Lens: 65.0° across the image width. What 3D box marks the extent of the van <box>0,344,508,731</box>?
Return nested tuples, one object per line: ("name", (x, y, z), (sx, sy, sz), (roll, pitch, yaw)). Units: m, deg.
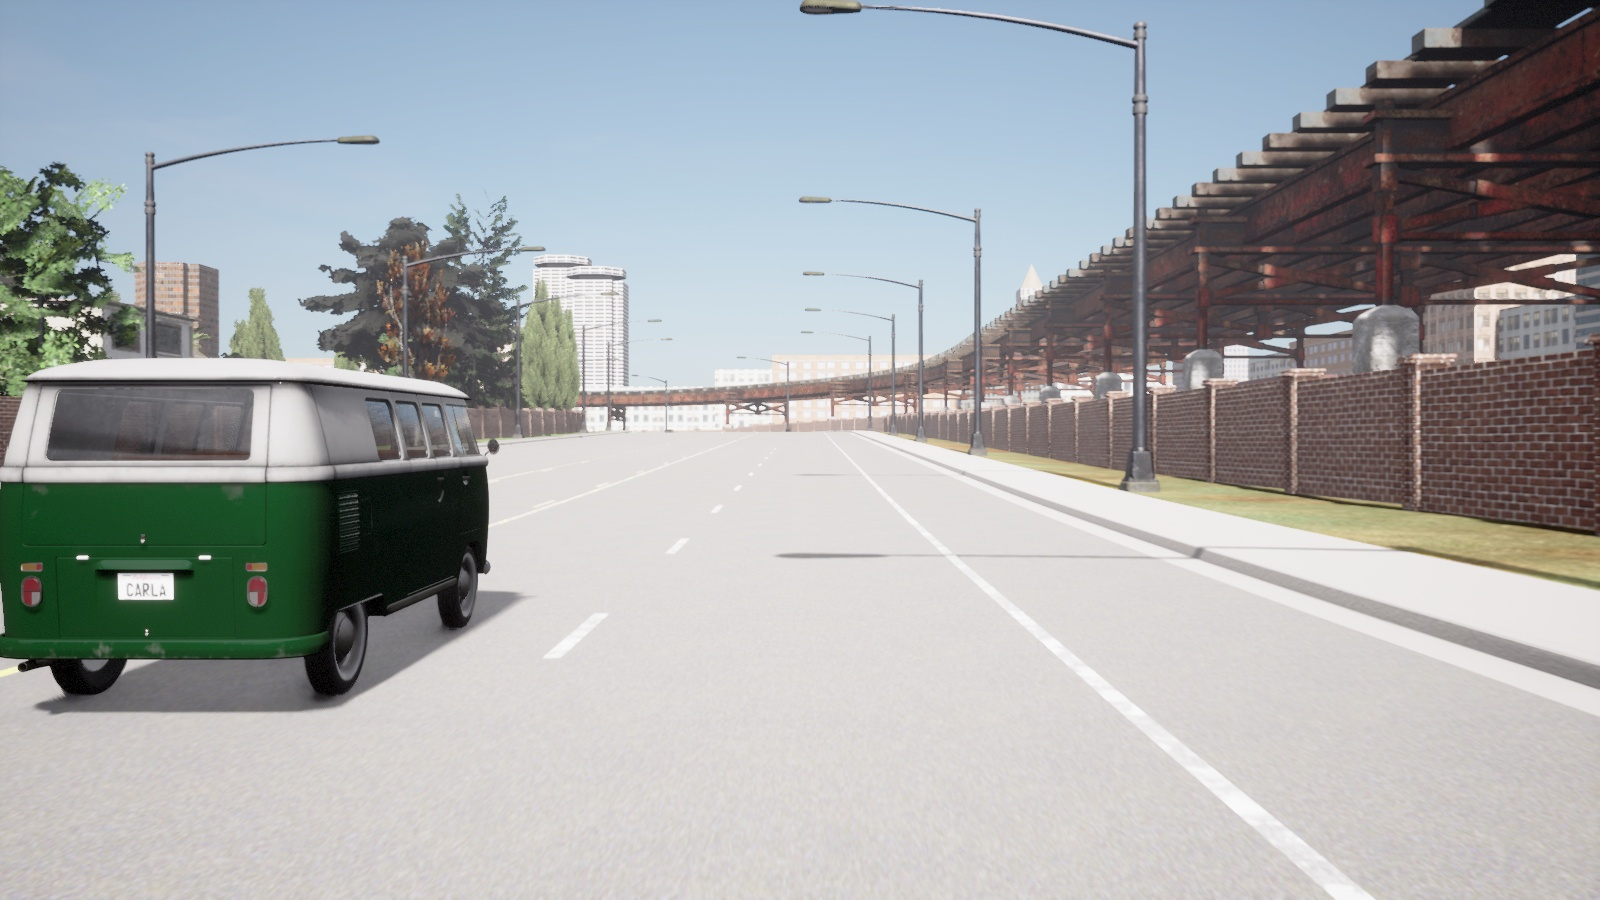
("van", (-3.435, 0.422, 8.669), (1.775, 1.987, 4.442), (0, 1, 0))
